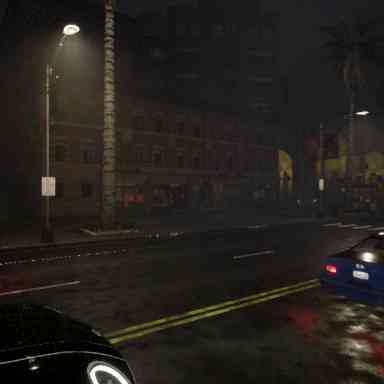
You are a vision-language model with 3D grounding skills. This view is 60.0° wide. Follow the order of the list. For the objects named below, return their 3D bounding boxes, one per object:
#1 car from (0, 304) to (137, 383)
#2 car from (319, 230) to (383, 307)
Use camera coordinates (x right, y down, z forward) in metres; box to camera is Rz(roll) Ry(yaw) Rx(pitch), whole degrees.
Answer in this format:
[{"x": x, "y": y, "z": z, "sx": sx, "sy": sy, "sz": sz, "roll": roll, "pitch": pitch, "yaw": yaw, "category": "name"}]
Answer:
[{"x": -2.539, "y": 1.352, "z": 1.880, "sx": 4.553, "sy": 1.767, "sz": 2.097, "roll": 0, "pitch": 0, "yaw": -36, "category": "car"}, {"x": 5.093, "y": 1.547, "z": 7.473, "sx": 5.357, "sy": 1.411, "sz": 2.033, "roll": 0, "pitch": 0, "yaw": -36, "category": "car"}]
